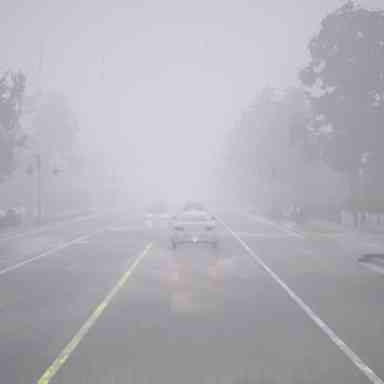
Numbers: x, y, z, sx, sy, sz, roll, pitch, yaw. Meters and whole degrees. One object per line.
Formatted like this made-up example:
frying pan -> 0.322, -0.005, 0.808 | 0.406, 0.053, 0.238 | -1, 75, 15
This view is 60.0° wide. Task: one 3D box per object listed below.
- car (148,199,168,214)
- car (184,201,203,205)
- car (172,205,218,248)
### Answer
car -> -3.585, 1.495, 35.811 | 1.812, 1.442, 4.674 | 0, 0, 0
car -> 0.108, 1.543, 32.212 | 1.994, 1.385, 4.181 | 0, 0, 0
car -> 0.103, 1.521, 14.650 | 1.812, 1.442, 4.674 | 0, 0, 0
